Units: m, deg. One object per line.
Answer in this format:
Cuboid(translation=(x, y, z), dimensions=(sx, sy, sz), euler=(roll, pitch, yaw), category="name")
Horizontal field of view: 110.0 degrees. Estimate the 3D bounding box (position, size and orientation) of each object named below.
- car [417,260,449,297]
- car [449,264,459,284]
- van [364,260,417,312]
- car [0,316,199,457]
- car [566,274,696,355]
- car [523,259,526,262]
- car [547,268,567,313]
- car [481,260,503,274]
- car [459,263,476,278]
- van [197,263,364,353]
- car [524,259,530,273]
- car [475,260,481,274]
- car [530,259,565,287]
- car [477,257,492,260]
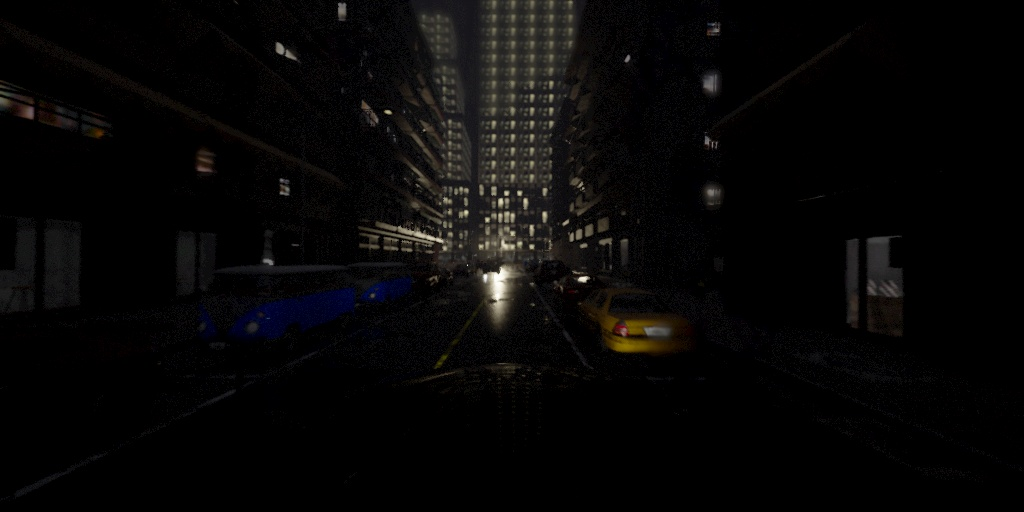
Cuboid(translation=(-5.220, 1.139, 19.832), dimensions=(2.192, 1.841, 5.009), euler=(0, 0, 0), category="car")
Cuboid(translation=(-5.186, 1.435, 25.473), dimensions=(1.802, 1.307, 4.207), euler=(0, 0, 0), category="car")
Cuboid(translation=(-5.253, 1.136, 14.192), dimensions=(1.690, 1.789, 3.998), euler=(0, 0, 0), category="van")
Cuboid(translation=(-5.319, 1.321, 2.912), dimensions=(1.802, 1.307, 4.207), euler=(0, 0, 0), category="car")
Cuboid(translation=(2.595, 1.317, 8.676), dimensions=(1.751, 1.417, 4.829), euler=(0, 0, 0), category="car")
Cuboid(translation=(2.862, 1.554, 53.797), dimensions=(1.751, 1.417, 4.829), euler=(0, 0, 0), category="car")
Cuboid(translation=(2.627, 1.365, 14.146), dimensions=(1.888, 1.381, 4.507), euler=(0, 0, 0), category="car")
Cuboid(translation=(-2.512, 1.527, 44.513), dimensions=(1.994, 1.385, 4.181), euler=(0, 0, 1), category="car")
Cuboid(translation=(-5.120, 1.494, 36.753), dimensions=(1.802, 1.307, 4.207), euler=(0, 0, 0), category="car")
Cuboid(translation=(-5.286, 1.108, 8.552), dimensions=(1.690, 1.789, 3.998), euler=(0, 0, 0), category="van")
Cuboid(translation=(2.828, 1.523, 48.157), dimensions=(1.751, 1.417, 4.829), euler=(0, 0, 0), category="car")
Cuboid(translation=(-5.087, 1.468, 42.223), dimensions=(1.751, 1.417, 4.829), euler=(0, 0, 0), category="car")
Cuboid(translation=(2.694, 1.192, 25.426), dimensions=(2.192, 1.841, 5.009), euler=(0, 0, 0), category="car")
Cuboid(translation=(-4.986, 1.351, 59.314), dimensions=(2.192, 1.841, 5.009), euler=(0, 0, 0), category="car")
